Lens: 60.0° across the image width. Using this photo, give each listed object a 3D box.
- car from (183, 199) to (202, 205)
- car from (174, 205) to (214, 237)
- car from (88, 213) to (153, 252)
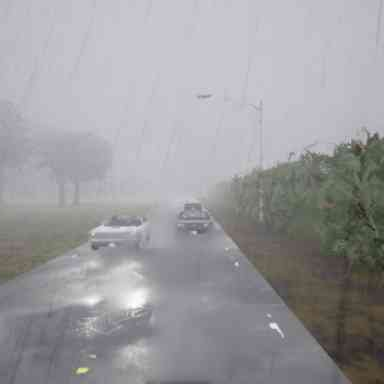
[{"bbox_3d":[0.105,1.500,36.089,1.882,1.535,5.008,0,0,0],"label":"car"},{"bbox_3d":[0.096,1.608,17.866,1.895,1.301,4.718,0,0,0],"label":"car"},{"bbox_3d":[-2.849,1.606,14.152,1.895,1.301,4.718,0,0,0],"label":"car"}]
